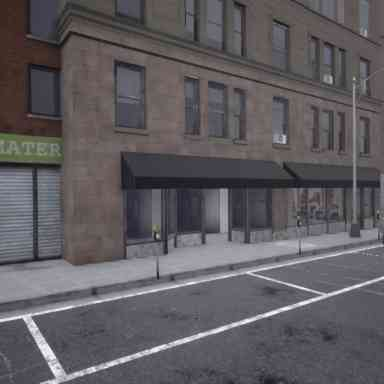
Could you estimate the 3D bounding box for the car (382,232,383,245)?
[{"bbox_3d":[9.291,1.540,13.207,4.507,1.381,1.887,0,-1,-36],"label":"car"}]
